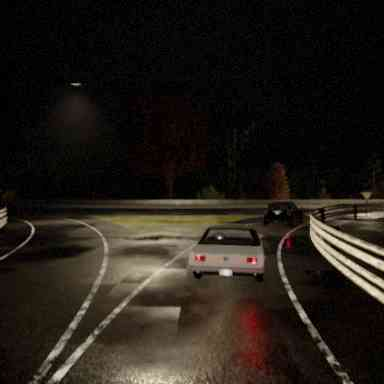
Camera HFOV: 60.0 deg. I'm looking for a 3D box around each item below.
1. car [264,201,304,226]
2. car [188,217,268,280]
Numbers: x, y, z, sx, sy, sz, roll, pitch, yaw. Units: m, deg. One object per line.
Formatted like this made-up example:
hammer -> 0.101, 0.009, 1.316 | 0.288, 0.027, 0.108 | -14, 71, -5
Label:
car -> 6.883, 1.477, 24.675 | 2.097, 1.767, 4.553 | 0, 0, 30
car -> 1.219, 1.652, 10.161 | 1.895, 1.301, 4.718 | 0, 0, 10
